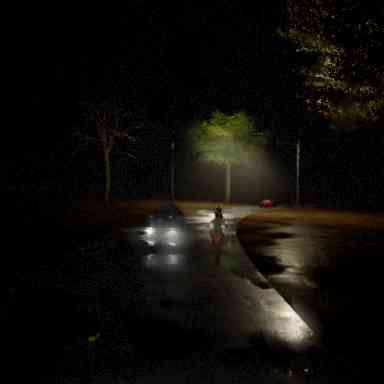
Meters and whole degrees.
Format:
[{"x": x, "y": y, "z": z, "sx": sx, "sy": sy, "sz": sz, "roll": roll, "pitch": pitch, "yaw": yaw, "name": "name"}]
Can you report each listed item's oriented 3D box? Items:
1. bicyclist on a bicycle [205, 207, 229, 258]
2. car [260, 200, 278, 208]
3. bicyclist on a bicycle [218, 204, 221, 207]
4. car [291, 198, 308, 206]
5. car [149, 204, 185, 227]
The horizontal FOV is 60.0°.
[{"x": 0.913, "y": 1.492, "z": 12.044, "sx": 0.866, "sy": 1.612, "sz": 1.509, "roll": -1, "pitch": 1, "yaw": 3, "name": "bicyclist on a bicycle"}, {"x": 12.907, "y": 1.970, "z": 55.809, "sx": 1.994, "sy": 1.385, "sz": 4.181, "roll": 1, "pitch": 0, "yaw": 30, "name": "car"}, {"x": 1.776, "y": 1.556, "z": 21.611, "sx": 0.866, "sy": 1.612, "sz": 1.509, "roll": 0, "pitch": 0, "yaw": 8, "name": "bicyclist on a bicycle"}, {"x": 22.573, "y": 2.114, "z": 69.912, "sx": 1.837, "sy": 1.490, "sz": 4.892, "roll": 1, "pitch": 0, "yaw": 43, "name": "car"}, {"x": -1.728, "y": 1.645, "z": 24.417, "sx": 1.812, "sy": 1.442, "sz": 4.674, "roll": 0, "pitch": 0, "yaw": 10, "name": "car"}]
